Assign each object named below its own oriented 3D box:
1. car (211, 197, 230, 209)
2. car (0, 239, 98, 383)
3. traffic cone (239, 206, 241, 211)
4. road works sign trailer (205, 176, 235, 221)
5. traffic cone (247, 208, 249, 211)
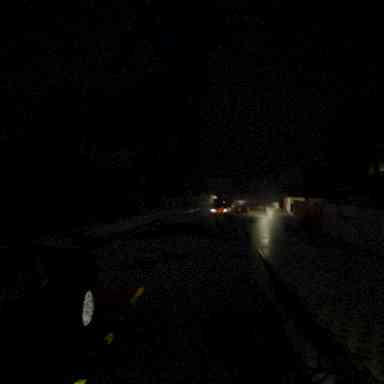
[{"bbox_3d":[4.038,1.416,46.781,2.097,1.767,4.553,0,0,16],"label":"car"},{"bbox_3d":[-2.692,1.474,4.059,1.882,1.535,5.008,0,0,2],"label":"car"},{"bbox_3d":[5.764,1.995,40.243,0.340,0.580,0.340,0,0,11],"label":"traffic cone"},{"bbox_3d":[2.369,0.479,27.669,2.380,3.560,2.880,0,0,11],"label":"road works sign trailer"},{"bbox_3d":[6.744,1.992,40.044,0.340,0.580,0.340,0,0,11],"label":"traffic cone"}]
